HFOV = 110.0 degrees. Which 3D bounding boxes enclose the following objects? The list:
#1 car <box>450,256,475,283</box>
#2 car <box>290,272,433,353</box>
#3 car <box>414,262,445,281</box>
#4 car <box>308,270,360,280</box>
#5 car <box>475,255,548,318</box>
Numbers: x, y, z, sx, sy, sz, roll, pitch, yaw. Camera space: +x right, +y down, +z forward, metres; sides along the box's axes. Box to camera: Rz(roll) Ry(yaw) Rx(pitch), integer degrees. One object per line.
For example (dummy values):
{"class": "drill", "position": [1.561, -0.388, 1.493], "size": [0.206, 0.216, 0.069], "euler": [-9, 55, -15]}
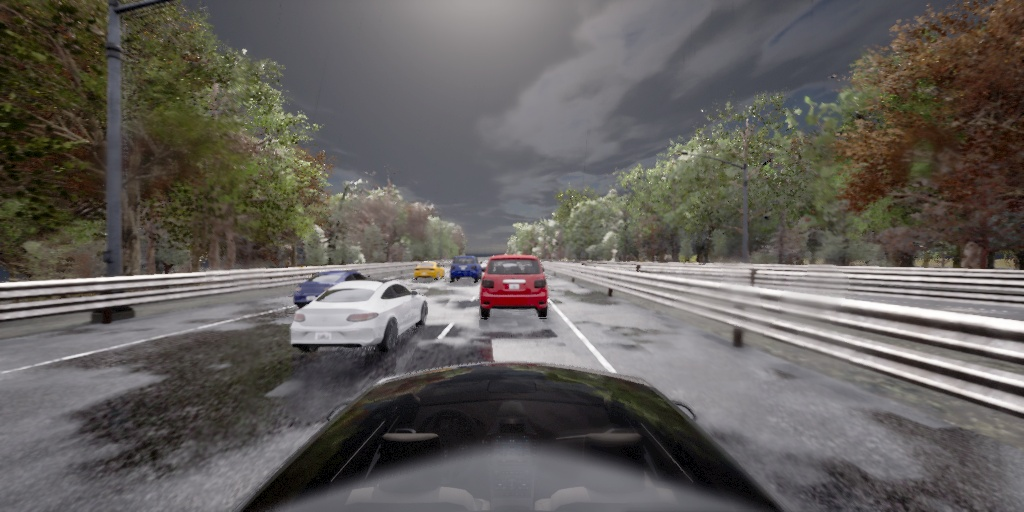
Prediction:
{"class": "car", "position": [-3.661, 1.039, 29.156], "size": [2.150, 2.045, 5.566], "euler": [0, 0, -1]}
{"class": "car", "position": [-3.426, 1.292, 8.795], "size": [1.812, 1.442, 4.674], "euler": [0, 0, 0]}
{"class": "car", "position": [-7.212, 1.304, 31.679], "size": [1.882, 1.535, 5.008], "euler": [0, 0, -1]}
{"class": "car", "position": [-6.968, 1.307, 14.682], "size": [1.812, 1.442, 4.674], "euler": [0, 0, 0]}
{"class": "car", "position": [0.047, 0.996, 13.165], "size": [2.150, 2.045, 5.566], "euler": [0, 0, 0]}
